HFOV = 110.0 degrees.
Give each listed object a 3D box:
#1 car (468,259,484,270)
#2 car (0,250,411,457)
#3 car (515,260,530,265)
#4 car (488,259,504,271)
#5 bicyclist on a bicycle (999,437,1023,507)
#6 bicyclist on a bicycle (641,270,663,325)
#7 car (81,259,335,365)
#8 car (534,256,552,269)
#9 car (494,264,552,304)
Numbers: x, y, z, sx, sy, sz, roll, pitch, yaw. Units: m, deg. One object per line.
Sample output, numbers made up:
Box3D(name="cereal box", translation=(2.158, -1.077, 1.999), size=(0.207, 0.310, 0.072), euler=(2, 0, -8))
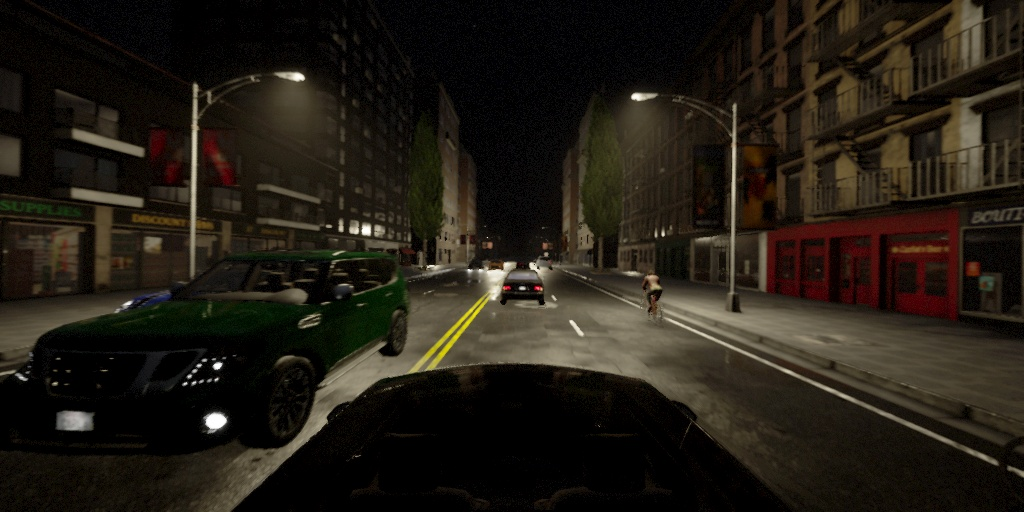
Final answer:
Box3D(name="car", translation=(-5.114, 1.174, 51.550), size=(1.812, 1.442, 4.674), euler=(1, 0, 2))
Box3D(name="car", translation=(-3.294, 0.917, 5.532), size=(2.150, 2.045, 5.566), euler=(1, 0, 2))
Box3D(name="car", translation=(1.470, 1.231, 48.826), size=(1.882, 1.535, 5.008), euler=(1, 0, 2))
Box3D(name="car", translation=(-2.020, 1.177, 46.788), size=(1.882, 1.535, 5.008), euler=(1, 0, 2))
Box3D(name="bicyclist on a bicycle", translation=(4.094, 1.267, 2.210), size=(0.582, 1.620, 1.656), euler=(1, 0, 2))
Box3D(name="bicyclist on a bicycle", translation=(4.368, 1.270, 11.210), size=(0.582, 1.620, 1.656), euler=(1, 0, 2))
Box3D(name="car", translation=(-6.456, 0.999, 8.561), size=(2.097, 1.767, 4.553), euler=(1, 0, 2))
Box3D(name="car", translation=(4.904, 1.023, 54.888), size=(2.150, 2.045, 5.566), euler=(1, 0, 2))
Box3D(name="car", translation=(0.481, 1.301, 16.340), size=(2.033, 1.411, 5.357), euler=(1, 0, 2))
